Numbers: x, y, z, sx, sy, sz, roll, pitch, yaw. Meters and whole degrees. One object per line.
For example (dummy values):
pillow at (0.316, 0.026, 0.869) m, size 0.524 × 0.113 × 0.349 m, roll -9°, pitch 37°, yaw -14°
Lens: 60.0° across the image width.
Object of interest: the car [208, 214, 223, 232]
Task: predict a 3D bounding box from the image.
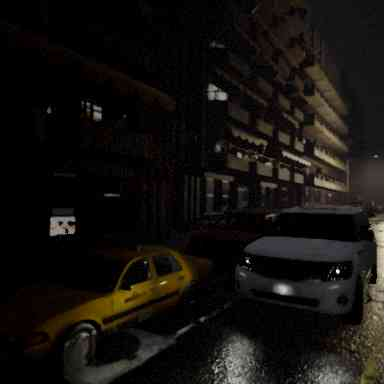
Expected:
car at (1.833, 1.487, 10.707) m, size 2.192 × 1.841 × 5.009 m, roll 1°, pitch 0°, yaw 34°

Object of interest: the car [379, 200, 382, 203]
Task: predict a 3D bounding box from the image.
car at (20.136, 1.972, 38.379) m, size 2.192 × 1.841 × 5.009 m, roll 1°, pitch 0°, yaw 34°

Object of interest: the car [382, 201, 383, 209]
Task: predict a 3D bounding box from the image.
car at (26.232, 2.396, 47.605) m, size 1.947 × 1.339 × 4.313 m, roll 1°, pitch 0°, yaw 34°

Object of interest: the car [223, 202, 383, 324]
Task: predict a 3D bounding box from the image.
car at (3.067, 1.353, 7.968) m, size 2.150 × 2.045 × 5.566 m, roll -1°, pitch -1°, yaw 33°

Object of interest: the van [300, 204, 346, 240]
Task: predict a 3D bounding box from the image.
van at (7.933, 1.667, 19.930) m, size 1.690 × 1.788 × 3.998 m, roll 1°, pitch 0°, yaw 34°

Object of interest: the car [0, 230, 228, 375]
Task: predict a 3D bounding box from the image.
car at (-1.317, 1.621, 5.952) m, size 1.752 × 1.417 × 4.829 m, roll 1°, pitch 0°, yaw 34°
